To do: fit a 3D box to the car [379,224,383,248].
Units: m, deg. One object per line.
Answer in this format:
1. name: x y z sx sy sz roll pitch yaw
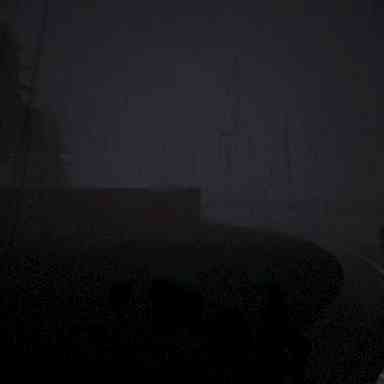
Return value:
1. car: 8.309 1.395 11.932 2.097 1.767 4.553 0 0 18
